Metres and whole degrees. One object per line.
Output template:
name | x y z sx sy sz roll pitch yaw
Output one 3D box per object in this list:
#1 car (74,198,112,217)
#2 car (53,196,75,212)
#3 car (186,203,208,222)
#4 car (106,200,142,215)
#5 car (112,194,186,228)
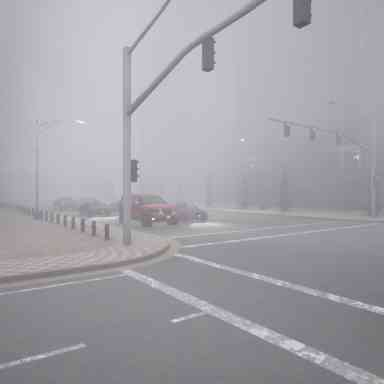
car | -8.931 1.508 30.485 1.994 1.385 4.181 0 0 -35
car | -14.671 1.297 38.702 2.097 1.767 4.553 0 0 -35
car | -0.621 1.509 24.850 1.994 1.385 4.181 0 0 -35
car | -6.964 1.508 33.778 1.994 1.385 4.181 0 0 -35
car | -3.043 1.168 22.204 2.150 2.045 5.566 0 0 -36
